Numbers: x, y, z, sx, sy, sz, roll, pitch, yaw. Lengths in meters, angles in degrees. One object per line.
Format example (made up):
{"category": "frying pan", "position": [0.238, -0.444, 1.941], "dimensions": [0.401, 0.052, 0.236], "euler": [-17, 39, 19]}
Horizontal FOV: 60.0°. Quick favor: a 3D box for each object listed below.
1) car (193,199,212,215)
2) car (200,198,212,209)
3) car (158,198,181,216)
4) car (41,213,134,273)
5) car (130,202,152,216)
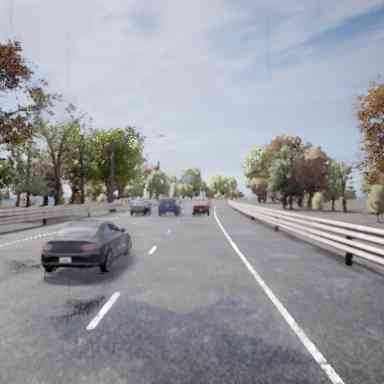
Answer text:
{"category": "car", "position": [1.167, 1.952, 40.348], "dimensions": [1.882, 1.535, 5.008], "euler": [0, -1, 3]}
{"category": "car", "position": [2.569, 2.089, 61.646], "dimensions": [2.097, 1.767, 4.553], "euler": [0, 0, 5]}
{"category": "car", "position": [-2.541, 1.676, 38.484], "dimensions": [2.150, 2.045, 5.566], "euler": [0, 0, 3]}
{"category": "car", "position": [-3.300, 1.653, 11.047], "dimensions": [1.812, 1.442, 4.674], "euler": [0, -1, 1]}
{"category": "car", "position": [-5.996, 1.957, 39.360], "dimensions": [2.128, 1.511, 4.902], "euler": [0, -1, 3]}
